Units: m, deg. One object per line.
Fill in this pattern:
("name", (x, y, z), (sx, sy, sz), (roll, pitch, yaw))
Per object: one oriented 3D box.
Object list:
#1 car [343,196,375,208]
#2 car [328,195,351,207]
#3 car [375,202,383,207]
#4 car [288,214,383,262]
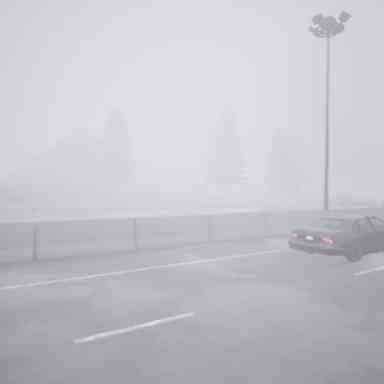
("car", (22.789, 1.504, 44.566), (4.718, 1.301, 1.895), (0, 0, -34))
("car", (21.409, 1.218, 47.843), (4.553, 1.767, 2.097), (0, 0, -34))
("car", (25.792, 1.513, 42.360), (4.181, 1.385, 1.994), (0, 0, -34))
("car", (5.821, 1.516, 11.931), (5.357, 1.411, 2.033), (0, 1, -33))
